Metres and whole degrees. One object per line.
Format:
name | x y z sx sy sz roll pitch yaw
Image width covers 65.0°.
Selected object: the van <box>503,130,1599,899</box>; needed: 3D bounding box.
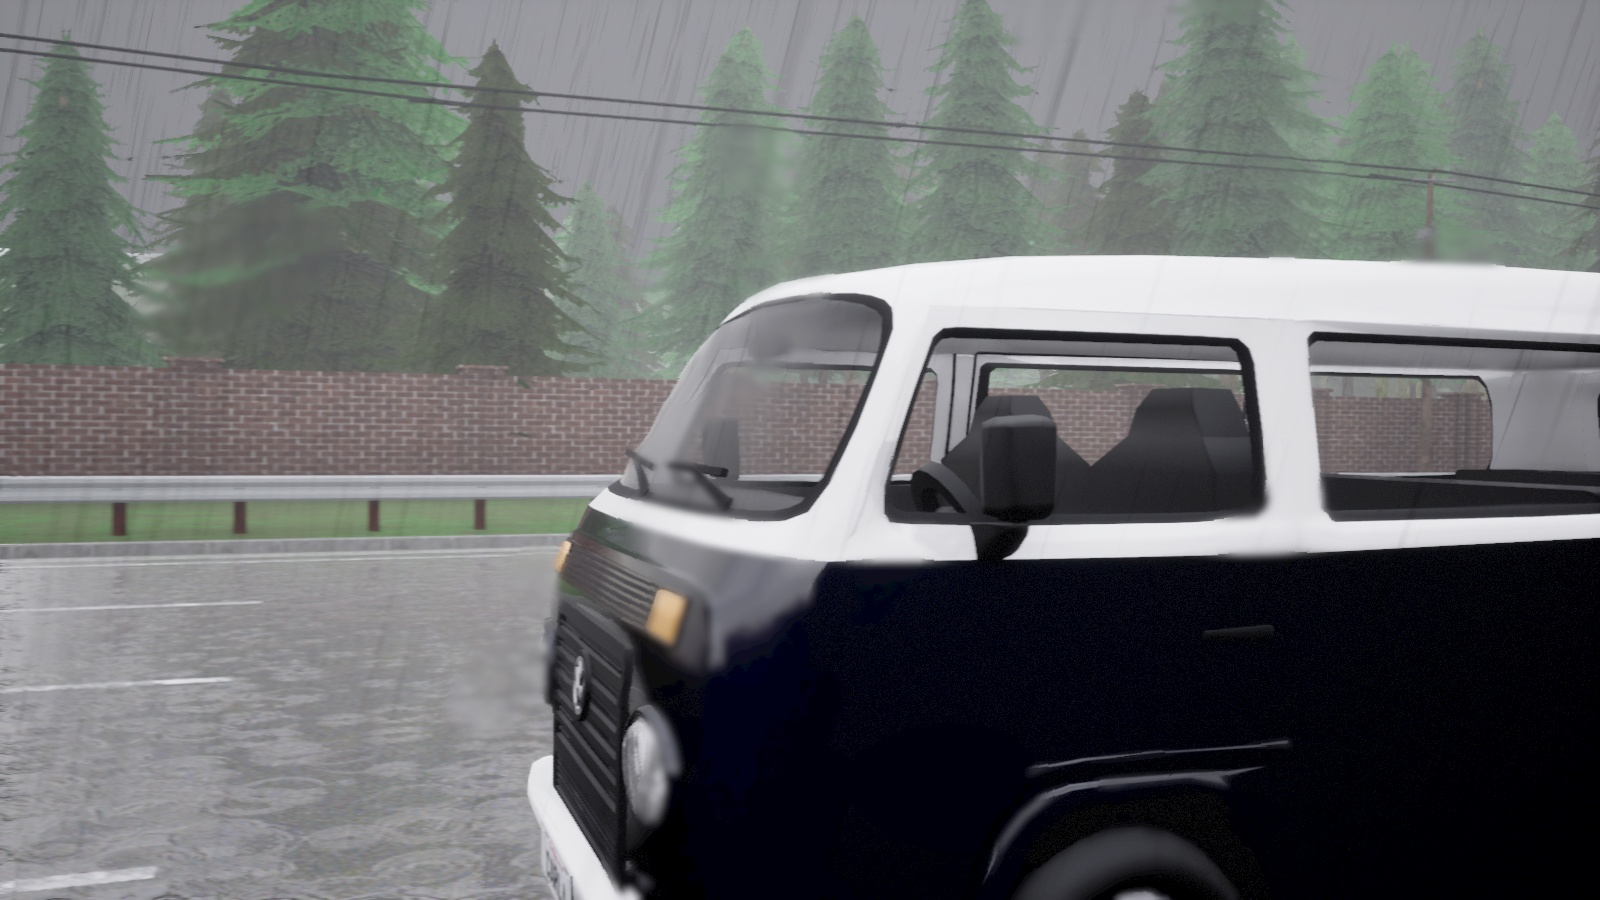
van | 1.533 0.441 3.816 4.480 2.038 2.069 -1 1 -20
